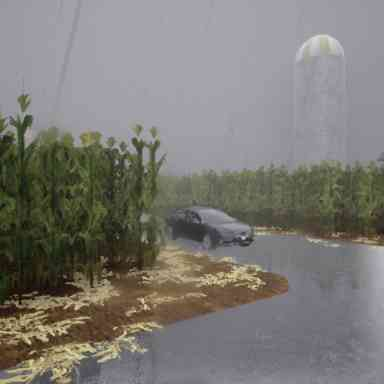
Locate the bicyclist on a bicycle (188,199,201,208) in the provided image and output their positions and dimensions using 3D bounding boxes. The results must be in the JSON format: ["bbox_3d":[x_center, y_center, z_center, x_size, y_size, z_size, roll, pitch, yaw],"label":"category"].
[{"bbox_3d":[0.228,1.409,26.031,1.656,1.620,0.582,1,0,-35],"label":"bicyclist on a bicycle"}]

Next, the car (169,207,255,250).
[{"bbox_3d":[0.562,1.417,13.977,1.837,1.490,4.892,1,-1,-32],"label":"car"}]
